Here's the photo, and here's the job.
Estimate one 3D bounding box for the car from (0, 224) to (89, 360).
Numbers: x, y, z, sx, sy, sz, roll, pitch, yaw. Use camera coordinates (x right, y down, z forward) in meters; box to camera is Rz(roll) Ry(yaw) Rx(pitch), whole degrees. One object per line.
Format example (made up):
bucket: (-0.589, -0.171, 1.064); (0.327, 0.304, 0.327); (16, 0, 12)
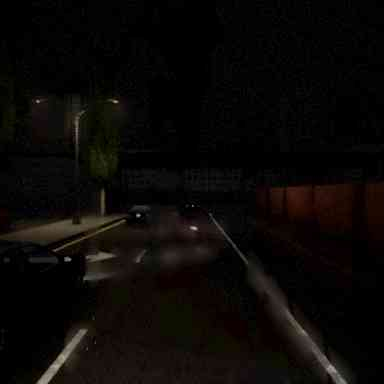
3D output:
car: (-3.402, 1.548, 5.579); (2.033, 1.411, 5.357); (0, 0, 0)

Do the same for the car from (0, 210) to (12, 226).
car: (-11.502, 1.526, 17.757); (1.812, 1.442, 4.674); (0, 0, 0)

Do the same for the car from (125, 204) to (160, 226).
car: (-3.401, 1.547, 23.539); (2.033, 1.411, 5.357); (0, 0, 0)

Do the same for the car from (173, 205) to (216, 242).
car: (0.098, 1.564, 16.457); (1.994, 1.385, 4.181); (0, 0, 0)

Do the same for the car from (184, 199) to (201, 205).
car: (0.102, 1.546, 38.250); (2.033, 1.411, 5.357); (0, 0, 0)
